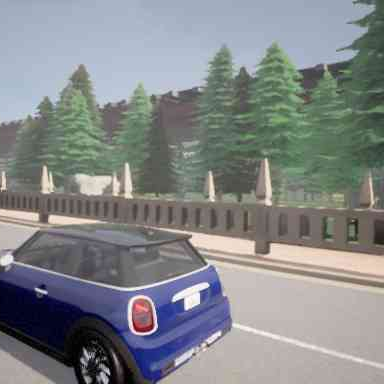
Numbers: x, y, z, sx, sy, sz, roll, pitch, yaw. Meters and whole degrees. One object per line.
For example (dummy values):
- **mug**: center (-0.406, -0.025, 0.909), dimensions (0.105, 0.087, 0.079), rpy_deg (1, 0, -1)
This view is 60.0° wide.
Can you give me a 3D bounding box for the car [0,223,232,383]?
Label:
- **car**: center (-1.723, 1.270, 5.221), dimensions (4.553, 1.767, 2.097), rpy_deg (2, 1, 36)
